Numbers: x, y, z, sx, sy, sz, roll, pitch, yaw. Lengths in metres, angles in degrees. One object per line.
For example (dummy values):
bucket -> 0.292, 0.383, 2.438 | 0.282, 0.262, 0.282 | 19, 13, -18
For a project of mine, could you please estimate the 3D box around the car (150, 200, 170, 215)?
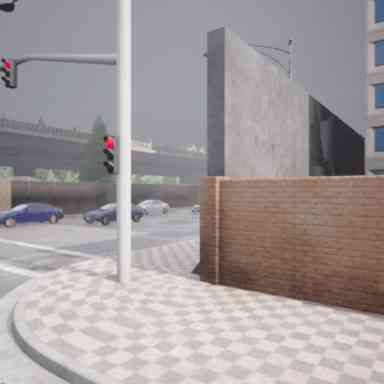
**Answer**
car -> -4.027, 1.464, 31.555 | 1.812, 1.442, 4.674 | 0, 0, 36

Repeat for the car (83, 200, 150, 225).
car -> -5.422, 1.465, 23.583 | 1.812, 1.442, 4.674 | 0, 0, 35

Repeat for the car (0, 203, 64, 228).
car -> -10.844, 1.465, 22.111 | 1.812, 1.442, 4.674 | 0, 0, 37

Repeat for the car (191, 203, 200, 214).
car -> 1.755, 1.466, 33.584 | 1.812, 1.442, 4.674 | 0, 0, 36
